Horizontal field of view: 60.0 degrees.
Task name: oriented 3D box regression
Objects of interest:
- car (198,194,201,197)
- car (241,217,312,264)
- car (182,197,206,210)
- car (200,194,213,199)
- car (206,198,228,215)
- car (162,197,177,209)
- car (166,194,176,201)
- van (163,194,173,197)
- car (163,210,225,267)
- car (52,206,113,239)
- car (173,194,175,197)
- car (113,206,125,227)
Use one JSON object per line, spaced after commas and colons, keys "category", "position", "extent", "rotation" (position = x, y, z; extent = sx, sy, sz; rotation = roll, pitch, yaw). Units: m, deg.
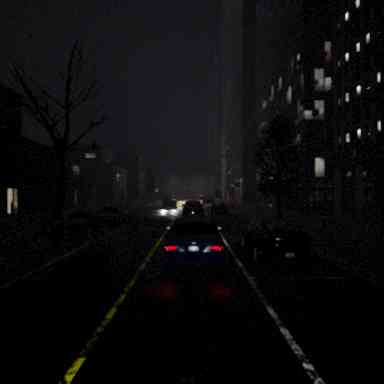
{"category": "car", "position": [2.700, 1.578, 90.705], "extent": [1.967, 1.590, 4.097], "rotation": [1, 0, 0]}
{"category": "car", "position": [2.804, 1.567, 11.689], "extent": [2.008, 1.369, 4.403], "rotation": [1, 0, 0]}
{"category": "car", "position": [0.084, 1.550, 31.543], "extent": [1.837, 1.490, 4.892], "rotation": [0, 0, 0]}
{"category": "car", "position": [2.999, 1.567, 60.217], "extent": [1.882, 1.535, 5.008], "rotation": [0, 0, 0]}
{"category": "car", "position": [2.700, 1.594, 34.264], "extent": [1.887, 1.381, 4.507], "rotation": [1, 0, 0]}
{"category": "car", "position": [-3.093, 1.667, 46.088], "extent": [1.895, 1.301, 4.718], "rotation": [0, 0, 0]}
{"category": "car", "position": [-5.678, 1.453, 90.761], "extent": [2.192, 1.841, 5.009], "rotation": [1, 0, 0]}
{"category": "van", "position": [-5.678, 1.451, 73.828], "extent": [1.690, 1.788, 3.998], "rotation": [1, 0, 0]}
{"category": "car", "position": [0.065, 1.564, 11.420], "extent": [2.033, 1.411, 5.357], "rotation": [0, 0, 0]}
{"category": "car", "position": [-5.747, 1.569, 17.389], "extent": [1.887, 1.381, 4.507], "rotation": [1, 0, 0]}
{"category": "car", "position": [-5.682, 1.701, 79.473], "extent": [1.802, 1.307, 4.206], "rotation": [1, 0, 0]}
{"category": "car", "position": [-5.714, 1.614, 23.034], "extent": [1.802, 1.307, 4.206], "rotation": [1, 0, 0]}
